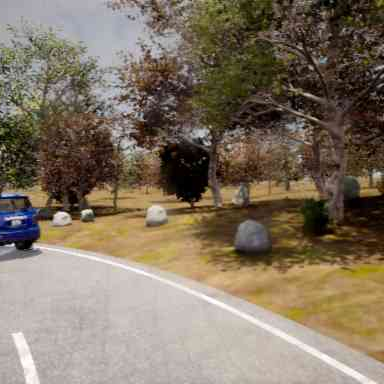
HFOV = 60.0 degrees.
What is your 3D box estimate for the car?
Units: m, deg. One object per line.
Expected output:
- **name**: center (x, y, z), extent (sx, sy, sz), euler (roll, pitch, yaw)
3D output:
- **car**: center (-7.870, 1.110, 11.993), extent (5.566, 2.045, 2.150), euler (-1, 0, 31)
